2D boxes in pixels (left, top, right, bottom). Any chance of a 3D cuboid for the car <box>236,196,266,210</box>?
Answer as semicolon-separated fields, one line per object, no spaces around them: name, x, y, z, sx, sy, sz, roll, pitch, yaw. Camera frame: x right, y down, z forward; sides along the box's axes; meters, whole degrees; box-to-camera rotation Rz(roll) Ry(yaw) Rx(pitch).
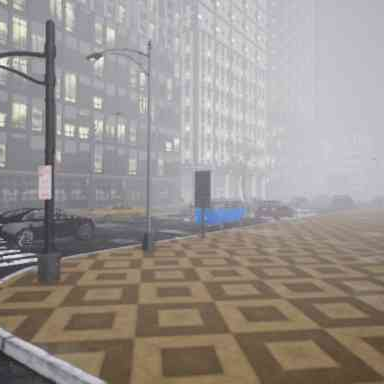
car;7.372;1.346;41.063;1.967;1.590;4.097;1;0;38

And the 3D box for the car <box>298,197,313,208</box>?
car;14.815;1.416;46.534;1.882;1.535;5.008;1;0;38

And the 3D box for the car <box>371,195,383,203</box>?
car;37.391;1.596;67.094;1.947;1.339;4.313;0;0;38

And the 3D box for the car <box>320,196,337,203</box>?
car;27.755;1.506;67.501;2.008;1.369;4.403;1;0;38

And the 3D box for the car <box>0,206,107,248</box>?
car;-6.410;1.413;14.475;2.128;1.511;4.902;0;0;32

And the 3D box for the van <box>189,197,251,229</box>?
van;1.851;1.294;20.813;1.690;1.788;3.998;1;0;38

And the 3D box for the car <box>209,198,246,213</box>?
car;3.974;1.444;36.657;1.887;1.381;4.507;1;0;38

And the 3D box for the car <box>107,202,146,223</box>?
car;-5.537;1.409;24.533;1.752;1.417;4.829;1;0;38

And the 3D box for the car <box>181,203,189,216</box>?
car;1.487;1.265;29.387;2.097;1.767;4.553;1;0;38

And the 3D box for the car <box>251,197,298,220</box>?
car;6.818;1.399;27.438;1.967;1.590;4.097;1;0;38

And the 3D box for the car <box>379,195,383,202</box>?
car;44.186;1.490;75.906;1.967;1.590;4.097;0;0;38

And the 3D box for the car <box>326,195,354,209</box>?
car;20.407;1.300;45.063;2.192;1.841;5.009;1;0;38

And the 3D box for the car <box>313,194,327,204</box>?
car;24.359;1.261;63.094;2.192;1.841;5.009;1;0;38
